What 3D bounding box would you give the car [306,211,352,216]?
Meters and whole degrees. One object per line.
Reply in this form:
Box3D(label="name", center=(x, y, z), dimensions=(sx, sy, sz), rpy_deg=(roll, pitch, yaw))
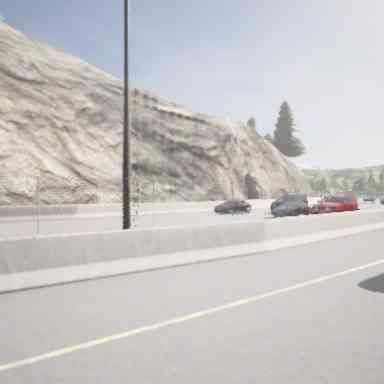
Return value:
Box3D(label="car", center=(12.068, 1.254, 27.847), dimensions=(5.566, 2.045, 2.150), rpy_deg=(0, 0, -44))
